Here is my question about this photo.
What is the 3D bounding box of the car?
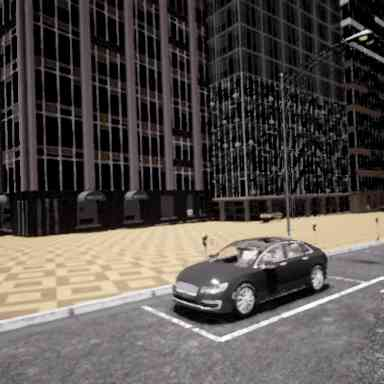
[{"bbox_3d":[1.562,1.797,7.926,4.403,1.369,2.008,0,-3,-39],"label":"car"}]
